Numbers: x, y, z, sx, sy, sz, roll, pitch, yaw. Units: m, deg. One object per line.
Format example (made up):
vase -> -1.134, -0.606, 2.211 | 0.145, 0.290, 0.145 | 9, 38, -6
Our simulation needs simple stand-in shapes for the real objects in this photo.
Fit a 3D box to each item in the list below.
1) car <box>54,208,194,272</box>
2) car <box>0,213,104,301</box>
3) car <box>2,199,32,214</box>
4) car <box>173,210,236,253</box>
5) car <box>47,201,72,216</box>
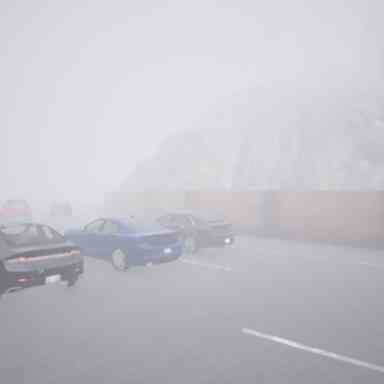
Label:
car -> -2.466, 1.502, 11.066 | 5.008, 1.535, 1.882 | 0, 0, 44
car -> -4.508, 1.501, 8.209 | 4.902, 1.511, 2.128 | 0, 0, 43
car -> -14.674, 1.381, 27.920 | 2.097, 1.767, 4.553 | 0, 0, -27
car -> -0.428, 1.544, 13.959 | 4.892, 1.490, 1.837 | 0, 0, 44
car -> -12.275, 1.537, 30.910 | 2.128, 1.511, 4.902 | 0, 0, -25
